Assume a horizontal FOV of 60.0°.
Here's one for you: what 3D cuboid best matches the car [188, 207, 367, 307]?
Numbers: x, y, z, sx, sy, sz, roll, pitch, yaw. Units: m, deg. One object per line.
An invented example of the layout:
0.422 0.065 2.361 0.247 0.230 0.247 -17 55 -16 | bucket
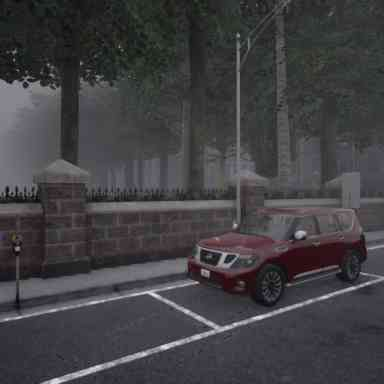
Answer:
2.314 1.320 8.182 5.009 1.841 2.192 0 0 -35 | car
